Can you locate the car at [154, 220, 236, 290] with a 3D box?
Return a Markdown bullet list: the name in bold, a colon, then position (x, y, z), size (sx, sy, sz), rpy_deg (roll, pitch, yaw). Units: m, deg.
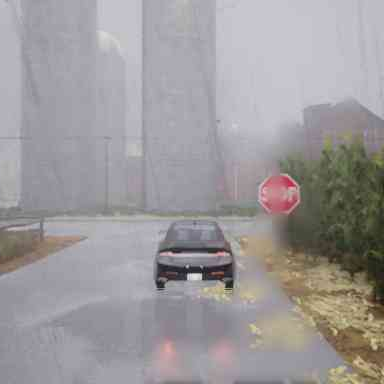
- **car**: position (0.075, 1.525, 9.212), size (2.128, 1.511, 4.902), rpy_deg (0, 0, 0)
